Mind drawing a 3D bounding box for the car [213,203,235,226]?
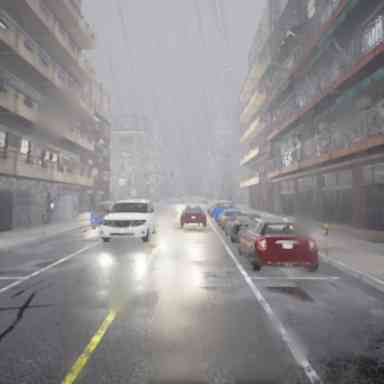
[{"bbox_3d":[2.676,1.753,22.735,1.752,1.417,4.829,1,-1,0],"label":"car"}]

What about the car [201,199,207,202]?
[{"bbox_3d":[2.989,2.352,81.697,2.008,1.369,4.403,1,-1,0],"label":"car"}]

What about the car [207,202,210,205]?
[{"bbox_3d":[2.678,1.920,33.905,1.802,1.307,4.206,1,-1,0],"label":"car"}]

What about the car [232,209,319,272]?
[{"bbox_3d":[2.674,1.554,11.225,1.967,1.590,4.097,1,-1,0],"label":"car"}]

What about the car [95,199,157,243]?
[{"bbox_3d":[-3.094,1.397,17.425,2.150,2.045,5.566,0,-1,0],"label":"car"}]

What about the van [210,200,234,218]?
[{"bbox_3d":[2.680,1.623,28.237,1.690,1.788,3.998,1,-1,0],"label":"van"}]

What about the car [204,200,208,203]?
[{"bbox_3d":[2.679,1.976,39.576,1.802,1.307,4.206,1,-1,0],"label":"car"}]

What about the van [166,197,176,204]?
[{"bbox_3d":[-5.559,2.159,83.363,1.690,1.788,3.998,1,-1,0],"label":"van"}]

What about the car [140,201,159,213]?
[{"bbox_3d":[-5.756,2.001,45.318,2.008,1.369,4.403,1,-1,0],"label":"car"}]

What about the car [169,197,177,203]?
[{"bbox_3d":[-5.409,2.367,94.695,1.967,1.590,4.097,1,-1,0],"label":"car"}]

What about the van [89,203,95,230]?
[{"bbox_3d":[-5.669,1.568,22.642,1.690,1.788,3.998,1,-1,0],"label":"van"}]

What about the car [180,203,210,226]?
[{"bbox_3d":[0.106,1.823,25.990,1.994,1.385,4.181,0,-1,0],"label":"car"}]

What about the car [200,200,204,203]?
[{"bbox_3d":[0.111,2.003,40.488,1.895,1.301,4.718,0,-1,0],"label":"car"}]

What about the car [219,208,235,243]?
[{"bbox_3d":[2.673,1.736,16.895,1.947,1.339,4.313,1,-1,0],"label":"car"}]
